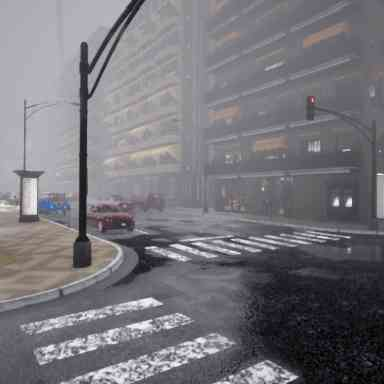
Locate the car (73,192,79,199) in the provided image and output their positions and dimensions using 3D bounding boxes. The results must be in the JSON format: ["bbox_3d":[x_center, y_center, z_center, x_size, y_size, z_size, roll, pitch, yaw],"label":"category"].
[{"bbox_3d":[-17.718,0.710,49.918,1.967,1.590,4.097,2,0,-36],"label":"car"}]

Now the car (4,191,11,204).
[{"bbox_3d":[-21.071,0.804,40.272,1.752,1.417,4.829,2,0,-36],"label":"car"}]

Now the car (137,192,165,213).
[{"bbox_3d":[-4.415,0.936,31.613,2.192,1.841,5.009,2,0,-36],"label":"car"}]

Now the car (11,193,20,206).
[{"bbox_3d":[-17.846,0.909,35.833,1.887,1.381,4.507,2,0,-36],"label":"car"}]

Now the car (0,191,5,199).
[{"bbox_3d":[-34.471,0.470,58.714,1.887,1.381,4.507,2,0,-36],"label":"car"}]

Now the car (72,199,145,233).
[{"bbox_3d":[-4.547,1.260,17.528,1.887,1.381,4.507,2,0,-36],"label":"car"}]

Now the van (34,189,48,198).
[{"bbox_3d":[-31.016,0.260,68.223,1.690,1.788,3.998,2,0,-36],"label":"van"}]

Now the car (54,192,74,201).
[{"bbox_3d":[-21.047,0.748,54.493,1.947,1.339,4.313,2,0,-36],"label":"car"}]

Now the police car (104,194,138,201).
[{"bbox_3d":[-7.316,1.085,31.001,2.038,1.542,4.974,1,0,-36],"label":"police car"}]

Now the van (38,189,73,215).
[{"bbox_3d":[-11.190,0.881,26.681,1.690,1.788,3.998,2,0,-36],"label":"van"}]

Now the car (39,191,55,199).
[{"bbox_3d":[-27.796,0.529,63.784,1.752,1.417,4.829,2,0,-36],"label":"car"}]

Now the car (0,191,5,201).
[{"bbox_3d":[-27.818,0.541,49.562,1.967,1.590,4.097,2,0,-36],"label":"car"}]
